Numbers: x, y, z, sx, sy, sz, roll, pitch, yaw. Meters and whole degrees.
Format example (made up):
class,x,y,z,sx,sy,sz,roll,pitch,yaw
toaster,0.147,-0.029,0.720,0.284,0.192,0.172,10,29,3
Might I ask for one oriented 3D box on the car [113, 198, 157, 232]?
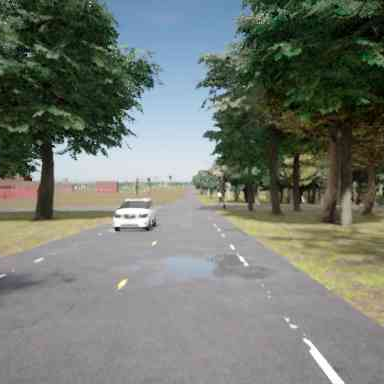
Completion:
class,x,y,z,sx,sy,sz,roll,pitch,yaw
car,-3.614,1.424,21.997,2.150,2.045,5.566,0,-1,0
